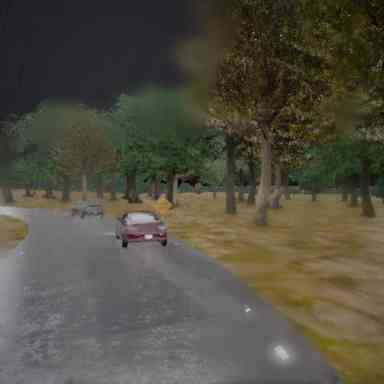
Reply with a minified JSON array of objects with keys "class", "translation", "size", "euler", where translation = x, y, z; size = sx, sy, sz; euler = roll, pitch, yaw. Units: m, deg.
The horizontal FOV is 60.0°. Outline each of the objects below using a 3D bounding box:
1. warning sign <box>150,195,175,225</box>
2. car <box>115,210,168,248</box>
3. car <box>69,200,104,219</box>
[{"class":"warning sign","translation":[-1.881,1.125,21.146],"size":[1.300,1.860,1.060],"euler":[-1,-1,-24]},{"class":"car","translation":[-2.336,1.533,14.871],"size":[1.812,1.442,4.674],"euler":[0,0,-17]},{"class":"car","translation":[-9.128,1.459,28.691],"size":[2.128,1.511,4.902],"euler":[1,0,-35]}]
